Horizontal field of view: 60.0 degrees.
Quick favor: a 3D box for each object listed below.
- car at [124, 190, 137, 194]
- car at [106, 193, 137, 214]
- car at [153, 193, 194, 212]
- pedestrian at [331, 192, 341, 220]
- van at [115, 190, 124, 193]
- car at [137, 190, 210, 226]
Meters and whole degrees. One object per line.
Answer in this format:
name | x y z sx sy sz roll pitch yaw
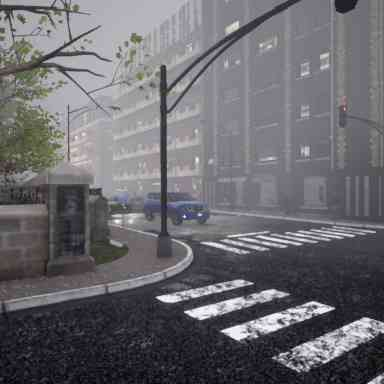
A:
car | -5.120 0.727 36.806 2.192 1.841 5.009 1 1 -36
car | -6.840 1.098 29.334 1.994 1.385 4.181 0 1 -36
car | -1.858 0.950 32.353 1.967 1.590 4.097 1 1 -36
pedestrian | 9.418 0.902 21.923 0.375 1.860 0.375 1 -1 -36
van | -8.386 0.655 41.261 1.690 1.788 3.998 1 1 -36
car | -1.179 0.926 21.607 2.150 2.045 5.566 0 1 -36
